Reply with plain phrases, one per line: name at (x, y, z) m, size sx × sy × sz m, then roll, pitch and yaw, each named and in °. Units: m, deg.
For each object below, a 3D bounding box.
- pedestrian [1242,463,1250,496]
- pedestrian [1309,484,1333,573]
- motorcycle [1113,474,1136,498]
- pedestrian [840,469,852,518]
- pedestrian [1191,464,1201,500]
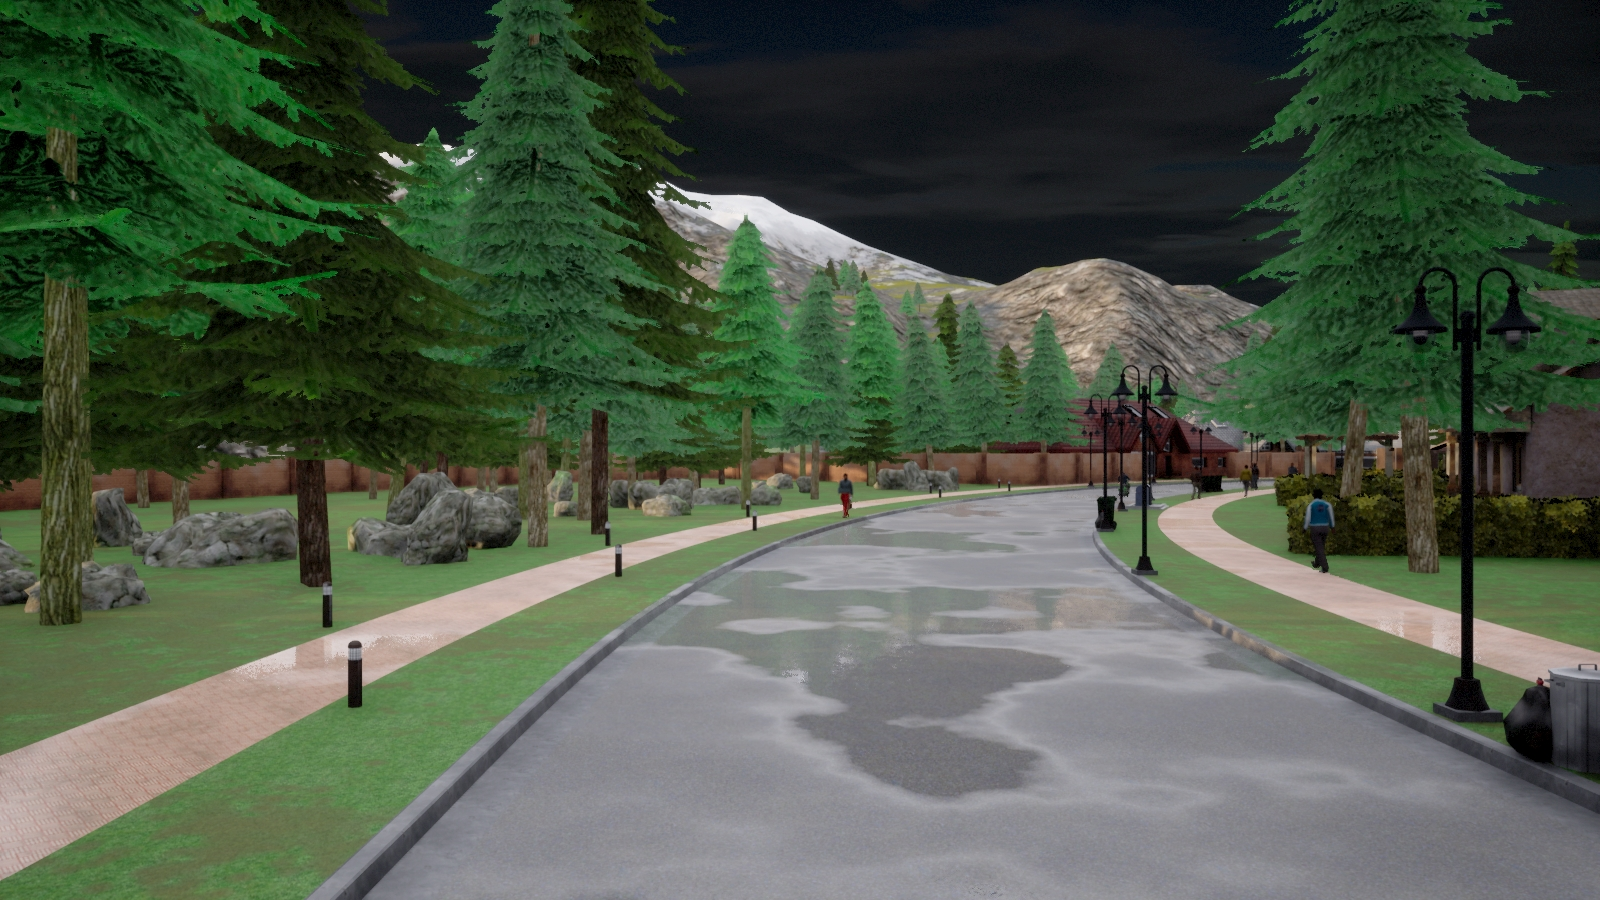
pedestrian at (25.011, 1.662, 64.030) m, size 0.375 × 1.860 × 0.375 m, roll 0°, pitch 0°, yaw 27°
pedestrian at (11.092, 1.664, 24.336) m, size 0.375 × 1.860 × 0.375 m, roll 0°, pitch 0°, yaw 6°
motorcycle at (19.008, 2.099, 66.892) m, size 0.856 × 1.334 × 1.805 m, roll 1°, pitch 0°, yaw 30°
pedestrian at (1.776, 1.665, 43.810) m, size 0.375 × 1.860 × 0.375 m, roll 0°, pitch 0°, yaw 15°
pedestrian at (20.676, 1.663, 59.628) m, size 0.375 × 1.860 × 0.375 m, roll 0°, pitch 0°, yaw -39°
